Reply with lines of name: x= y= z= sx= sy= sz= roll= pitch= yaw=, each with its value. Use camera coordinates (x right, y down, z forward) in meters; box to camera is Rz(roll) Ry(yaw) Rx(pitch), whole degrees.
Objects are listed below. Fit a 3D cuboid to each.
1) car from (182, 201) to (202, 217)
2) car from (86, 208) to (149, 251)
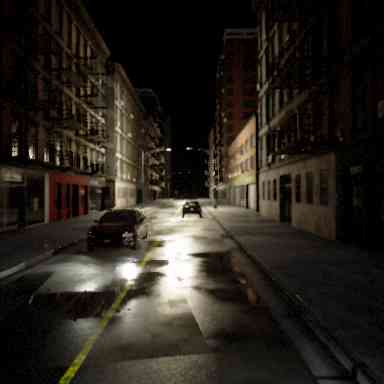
car: x=-0.008 y=1.561 z=31.480 sx=2.033 sy=1.411 sz=5.357 roll=0 pitch=0 yaw=0
car: x=-3.051 y=1.494 z=14.442 sx=1.882 sy=1.535 sz=5.008 roll=0 pitch=0 yaw=0
